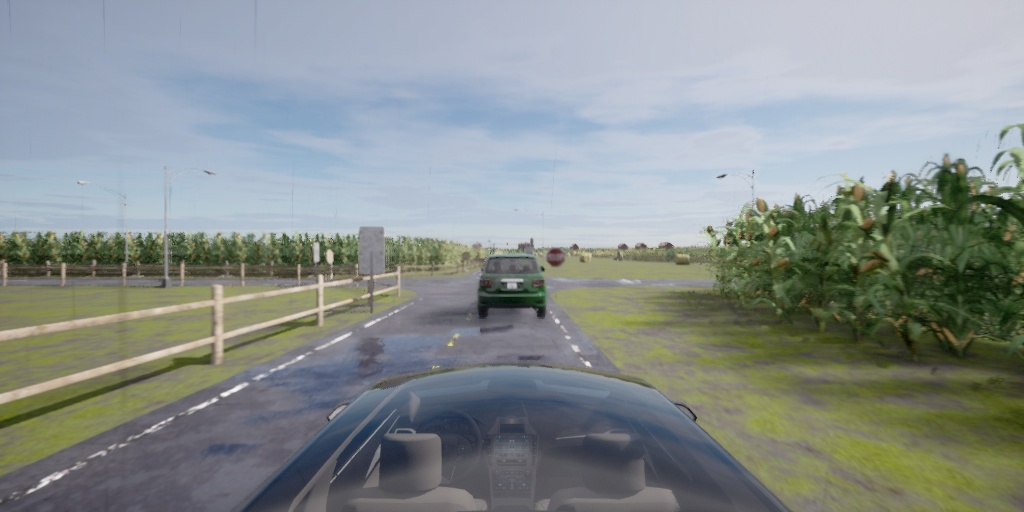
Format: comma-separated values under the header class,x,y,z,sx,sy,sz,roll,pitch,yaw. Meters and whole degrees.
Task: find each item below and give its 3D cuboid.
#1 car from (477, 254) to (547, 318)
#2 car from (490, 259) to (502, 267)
class,x,y,z,sx,sy,sz,roll,pitch,yaw
car,0.019,0.950,12.956,2.150,2.045,5.566,0,0,0
car,-2.820,1.179,62.805,1.895,1.301,4.718,0,0,1
